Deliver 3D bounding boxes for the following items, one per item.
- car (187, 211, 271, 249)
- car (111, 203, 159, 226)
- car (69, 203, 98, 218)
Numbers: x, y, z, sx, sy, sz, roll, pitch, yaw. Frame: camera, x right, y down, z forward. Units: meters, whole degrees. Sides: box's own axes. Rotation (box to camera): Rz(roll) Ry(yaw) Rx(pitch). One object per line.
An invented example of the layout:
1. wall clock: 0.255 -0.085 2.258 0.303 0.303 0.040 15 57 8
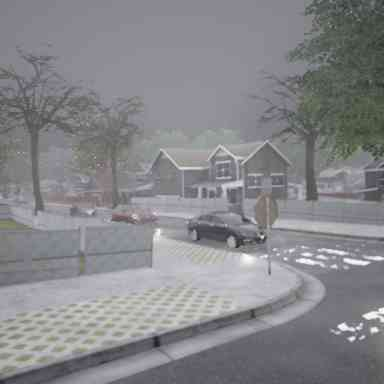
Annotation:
1. car: 1.621 1.717 16.164 1.837 1.490 4.892 -3 1 -35
2. car: -4.290 1.649 24.597 2.097 1.767 4.553 -3 1 -35
3. car: -11.456 1.895 34.856 2.128 1.511 4.902 -3 1 -35
